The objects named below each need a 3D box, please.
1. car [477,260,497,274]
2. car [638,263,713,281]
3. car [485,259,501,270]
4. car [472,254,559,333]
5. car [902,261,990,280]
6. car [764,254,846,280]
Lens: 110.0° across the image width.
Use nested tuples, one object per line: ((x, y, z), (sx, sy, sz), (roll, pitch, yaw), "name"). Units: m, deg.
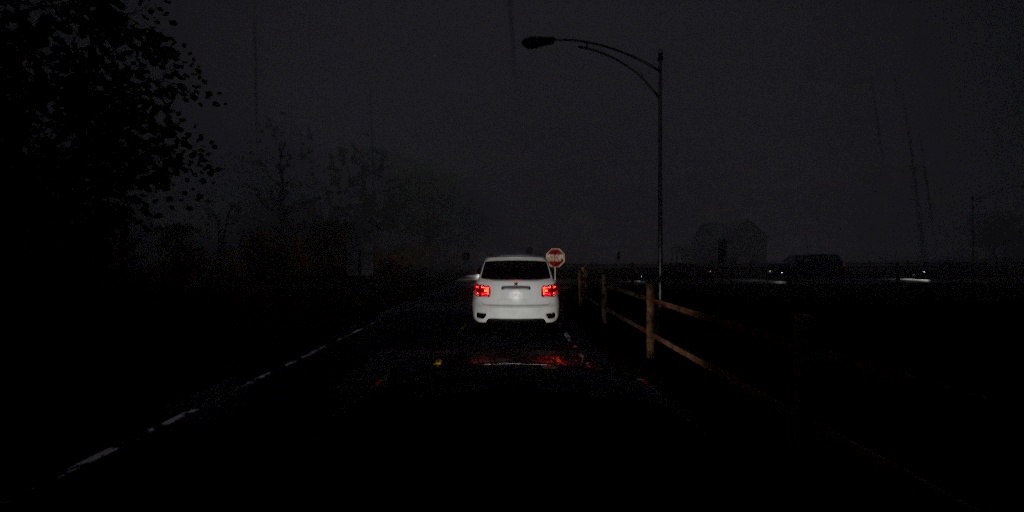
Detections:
((-2.778, 1.216, 41.258), (2.128, 1.511, 4.902), (0, 0, -1), "car")
((12.993, 1.237, 28.620), (5.357, 1.411, 2.033), (0, 0, 0), "car")
((-2.812, 1.251, 52.834), (2.033, 1.411, 5.357), (0, 0, 0), "car")
((0.098, 0.969, 10.831), (2.150, 2.045, 5.566), (0, 0, 0), "car")
((34.998, 1.142, 28.955), (5.357, 1.411, 2.033), (0, 0, -1), "car")
((23.423, 0.866, 28.772), (5.566, 2.045, 2.150), (0, 0, -1), "car")
